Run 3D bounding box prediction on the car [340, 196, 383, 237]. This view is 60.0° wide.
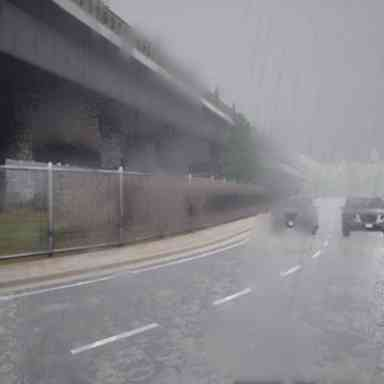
[{"bbox_3d":[9.371,1.234,18.045,2.150,2.045,5.566,-1,-1,24],"label":"car"}]

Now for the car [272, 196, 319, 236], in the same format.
[{"bbox_3d":[6.203,1.272,19.530,2.150,2.045,5.566,-1,-1,24],"label":"car"}]
